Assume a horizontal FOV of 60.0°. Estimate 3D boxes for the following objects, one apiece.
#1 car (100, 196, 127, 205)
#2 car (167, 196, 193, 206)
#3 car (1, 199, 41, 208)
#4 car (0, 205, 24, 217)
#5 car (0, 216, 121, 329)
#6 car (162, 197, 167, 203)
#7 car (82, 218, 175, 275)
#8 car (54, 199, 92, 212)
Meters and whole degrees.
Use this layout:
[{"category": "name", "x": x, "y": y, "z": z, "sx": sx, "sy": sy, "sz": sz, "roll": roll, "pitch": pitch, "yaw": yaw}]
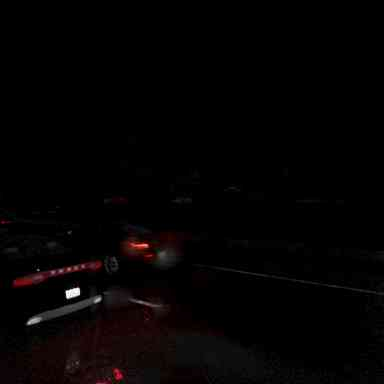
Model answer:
[{"category": "car", "x": -13.349, "y": 1.436, "z": 56.684, "sx": 1.882, "sy": 1.535, "sz": 5.008, "roll": 0, "pitch": 0, "yaw": 36}, {"category": "car", "x": -1.582, "y": 1.494, "z": 54.985, "sx": 1.812, "sy": 1.442, "sz": 4.674, "roll": 0, "pitch": 0, "yaw": 36}, {"category": "car", "x": -22.687, "y": 1.559, "z": 43.921, "sx": 1.895, "sy": 1.301, "sz": 4.718, "roll": 0, "pitch": 0, "yaw": 36}, {"category": "car", "x": -10.112, "y": 1.488, "z": 15.485, "sx": 4.892, "sy": 1.490, "sz": 1.837, "roll": 0, "pitch": 0, "yaw": 36}, {"category": "car", "x": -3.930, "y": 1.471, "z": 6.786, "sx": 5.008, "sy": 1.535, "sz": 1.882, "roll": 0, "pitch": 0, "yaw": 35}, {"category": "car", "x": -4.289, "y": 1.497, "z": 68.948, "sx": 1.994, "sy": 1.385, "sz": 4.181, "roll": 0, "pitch": 0, "yaw": 36}, {"category": "car", "x": -2.637, "y": 1.518, "z": 10.155, "sx": 4.674, "sy": 1.442, "sz": 1.812, "roll": 0, "pitch": 0, "yaw": 35}, {"category": "car", "x": -13.705, "y": 1.532, "z": 38.418, "sx": 1.994, "sy": 1.385, "sz": 4.181, "roll": 0, "pitch": 0, "yaw": 36}]
